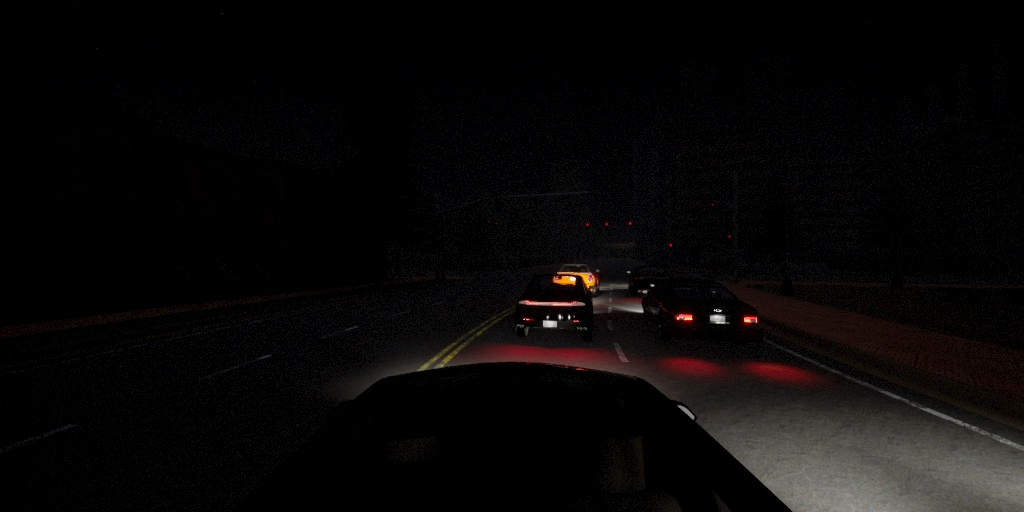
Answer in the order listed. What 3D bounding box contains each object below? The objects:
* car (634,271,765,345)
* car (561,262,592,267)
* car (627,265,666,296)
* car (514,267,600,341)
[{"bbox_3d":[4.692,1.297,9.613,2.033,1.411,5.357,0,0,13],"label":"car"},{"bbox_3d":[3.481,1.102,18.929,2.097,1.767,4.553,0,0,16],"label":"car"},{"bbox_3d":[7.249,1.228,19.102,1.882,1.535,5.008,0,0,16],"label":"car"},{"bbox_3d":[1.319,1.242,10.040,2.128,1.511,4.902,0,0,12],"label":"car"}]
